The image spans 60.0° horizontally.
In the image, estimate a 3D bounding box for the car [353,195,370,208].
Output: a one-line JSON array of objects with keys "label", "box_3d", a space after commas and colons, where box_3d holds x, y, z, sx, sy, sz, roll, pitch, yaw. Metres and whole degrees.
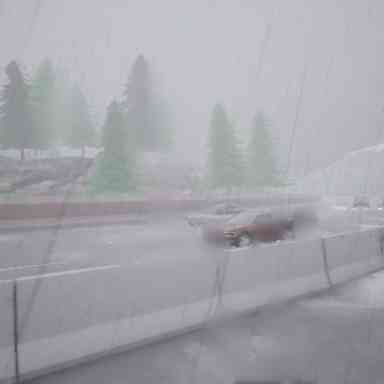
[{"label": "car", "box_3d": [27.862, 1.545, 54.601, 2.150, 2.045, 5.566, -1, -1, 32]}]

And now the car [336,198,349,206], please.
[{"label": "car", "box_3d": [28.061, 1.879, 61.954, 2.128, 1.511, 4.902, -1, -1, 28]}]

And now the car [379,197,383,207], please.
[{"label": "car", "box_3d": [31.908, 1.594, 54.609, 2.097, 1.767, 4.553, -1, -1, 31]}]

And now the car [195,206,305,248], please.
[{"label": "car", "box_3d": [2.749, 1.609, 15.083, 5.008, 1.535, 1.882, 0, -1, -40]}]

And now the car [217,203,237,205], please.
[{"label": "car", "box_3d": [2.776, 1.778, 29.111, 4.892, 1.490, 1.837, 0, -1, -44]}]

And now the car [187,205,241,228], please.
[{"label": "car", "box_3d": [1.884, 1.826, 23.508, 4.718, 1.301, 1.895, 0, -1, -42]}]

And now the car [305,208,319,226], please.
[{"label": "car", "box_3d": [6.958, 1.721, 23.403, 5.357, 1.411, 2.033, 0, -1, -43]}]
